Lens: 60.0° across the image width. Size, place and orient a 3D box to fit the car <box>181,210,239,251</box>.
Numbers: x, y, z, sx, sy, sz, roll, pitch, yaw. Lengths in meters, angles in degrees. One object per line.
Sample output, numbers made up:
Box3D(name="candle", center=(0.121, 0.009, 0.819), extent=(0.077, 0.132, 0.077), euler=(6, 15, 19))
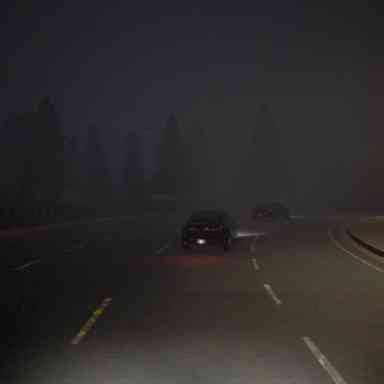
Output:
Box3D(name="car", center=(0.838, 1.516, 14.218), extent=(1.837, 1.490, 4.892), euler=(0, 0, 12))

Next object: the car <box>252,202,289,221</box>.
Box3D(name="car", center=(6.463, 1.533, 27.293), extent=(1.812, 1.442, 4.674), euler=(0, 0, 34))
